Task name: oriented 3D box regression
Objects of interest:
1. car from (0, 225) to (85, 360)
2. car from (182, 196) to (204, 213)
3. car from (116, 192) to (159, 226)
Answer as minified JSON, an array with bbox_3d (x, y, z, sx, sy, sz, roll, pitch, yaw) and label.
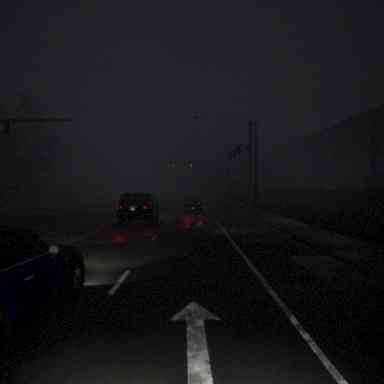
[{"bbox_3d":[-3.403,1.322,5.488,2.097,1.767,4.553,0,1,0],"label":"car"},{"bbox_3d":[0.088,1.149,31.512,2.128,1.511,4.902,0,1,0],"label":"car"},{"bbox_3d":[-3.442,1.029,21.807,2.150,2.045,5.566,0,1,0],"label":"car"}]
